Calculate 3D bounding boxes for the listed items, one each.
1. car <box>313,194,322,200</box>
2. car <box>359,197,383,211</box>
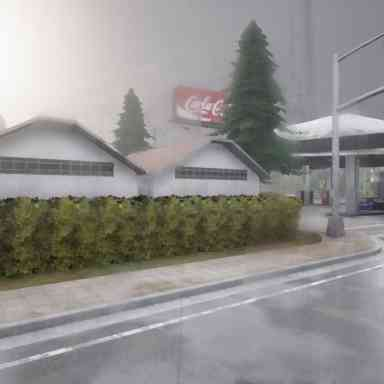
[{"bbox_3d":[32.996,1.339,89.502,2.152,1.636,5.027,0,0,-36],"label":"car"},{"bbox_3d":[21.880,1.484,40.019,4.611,1.667,2.242,0,0,-36],"label":"car"}]
